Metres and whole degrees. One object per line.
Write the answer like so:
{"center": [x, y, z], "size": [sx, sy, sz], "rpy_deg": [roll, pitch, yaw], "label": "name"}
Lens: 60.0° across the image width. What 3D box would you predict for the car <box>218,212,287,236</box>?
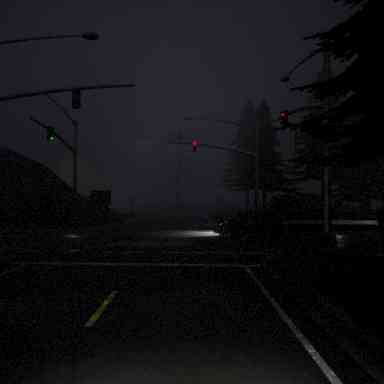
{"center": [3.761, 1.926, 20.802], "size": [4.181, 1.385, 1.994], "rpy_deg": [3, -1, -8], "label": "car"}
